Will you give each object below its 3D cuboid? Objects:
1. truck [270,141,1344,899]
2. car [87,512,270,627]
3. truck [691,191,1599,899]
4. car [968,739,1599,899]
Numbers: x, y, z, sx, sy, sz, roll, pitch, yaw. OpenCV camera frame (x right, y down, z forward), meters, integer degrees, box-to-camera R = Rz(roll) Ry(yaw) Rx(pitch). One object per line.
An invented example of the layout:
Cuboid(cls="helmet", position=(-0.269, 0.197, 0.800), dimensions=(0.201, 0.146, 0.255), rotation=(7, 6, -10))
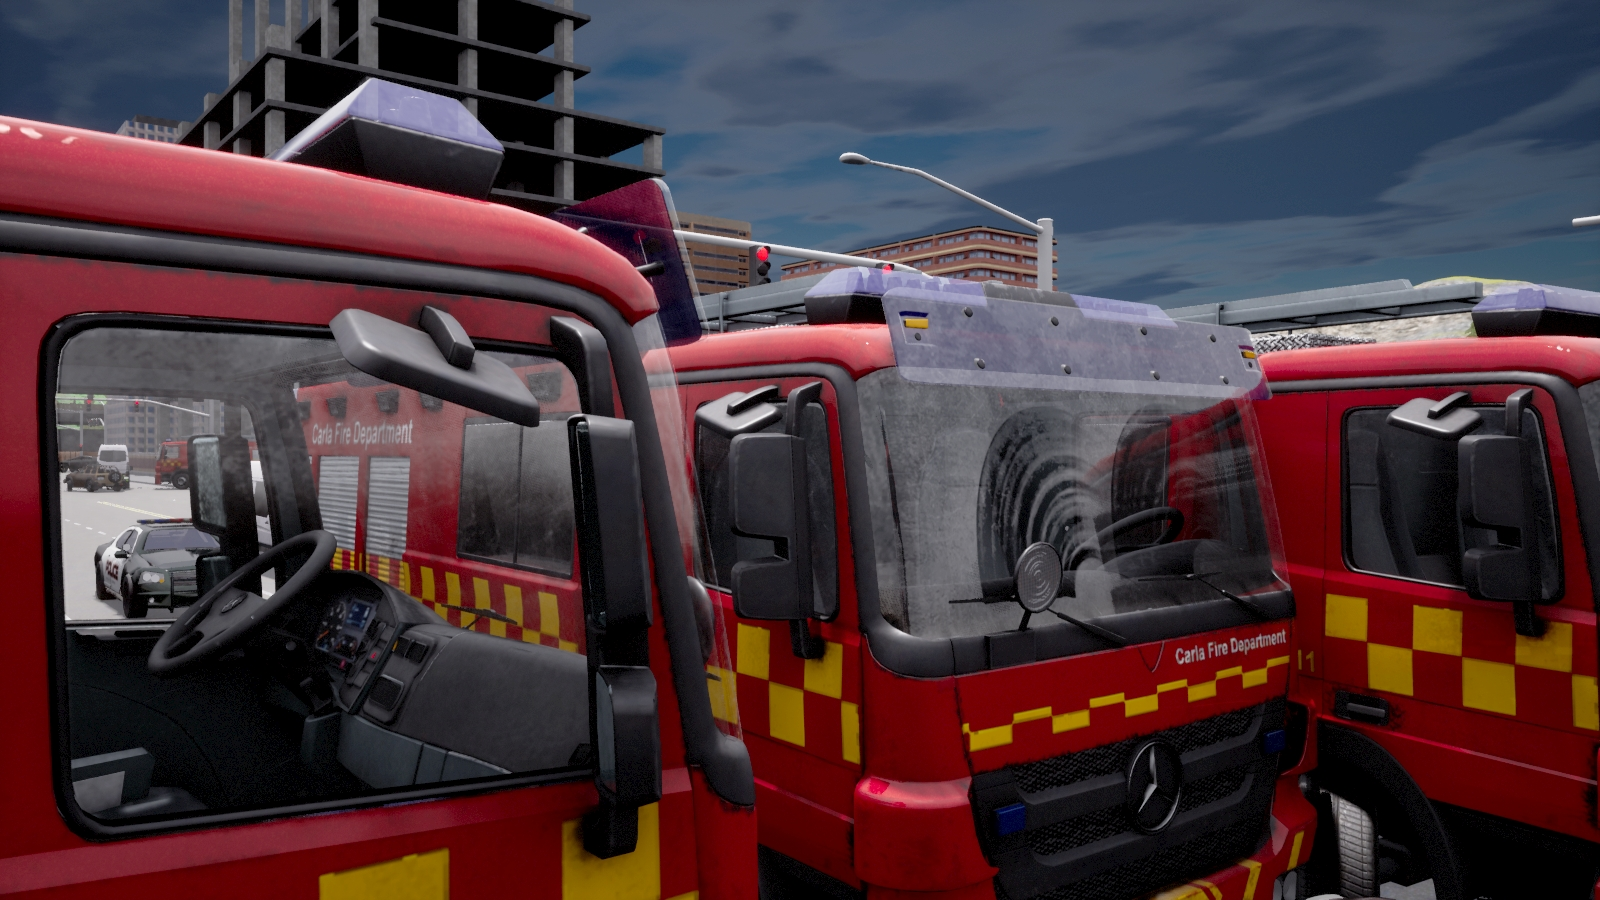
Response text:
Cuboid(cls="truck", position=(-1.099, 0.890, 8.003), dimensions=(2.891, 3.827, 8.468), rotation=(0, 0, -38))
Cuboid(cls="car", position=(-11.386, 2.037, 20.746), dimensions=(2.038, 1.542, 4.974), rotation=(0, 0, -39))
Cuboid(cls="truck", position=(2.348, 0.890, 8.605), dimensions=(2.891, 3.827, 8.468), rotation=(0, 0, -31))
Cuboid(cls="car", position=(2.437, 2.065, 3.109), dimensions=(1.970, 1.475, 3.806), rotation=(0, 0, -30))
